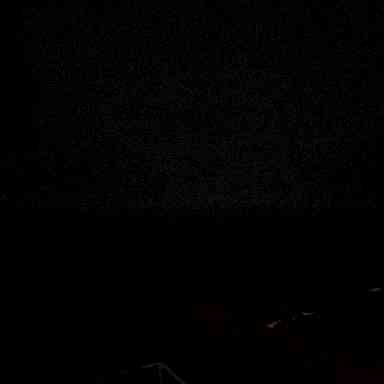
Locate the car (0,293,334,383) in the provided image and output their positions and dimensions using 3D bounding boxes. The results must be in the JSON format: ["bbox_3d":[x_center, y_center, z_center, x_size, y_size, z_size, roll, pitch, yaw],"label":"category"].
[{"bbox_3d":[-1.182,1.601,2.227,4.718,1.301,1.895,0,0,-36],"label":"car"}]
